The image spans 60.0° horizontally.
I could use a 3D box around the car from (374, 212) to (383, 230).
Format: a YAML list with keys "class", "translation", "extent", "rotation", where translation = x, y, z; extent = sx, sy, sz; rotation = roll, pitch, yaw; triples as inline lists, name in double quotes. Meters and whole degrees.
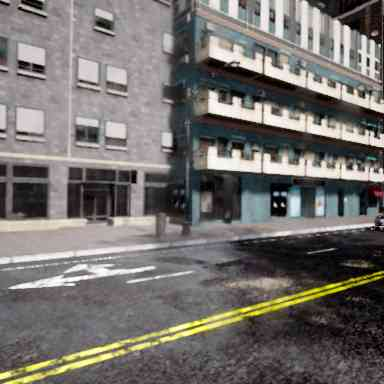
- class: "car"
  translation: [13.643, 1.700, 21.423]
  extent: [4.902, 1.511, 2.128]
  rotation: [1, 0, -35]
